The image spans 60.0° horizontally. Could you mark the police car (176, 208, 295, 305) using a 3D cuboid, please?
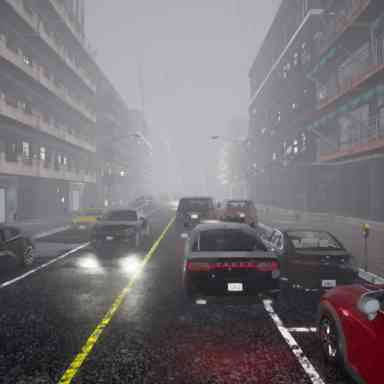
[{"bbox_3d":[0.744,1.423,8.293,1.930,1.638,5.238,0,0,0],"label":"police car"}]

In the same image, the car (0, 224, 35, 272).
[{"bbox_3d":[-5.709,1.566,8.670,1.947,1.339,4.313,0,0,0],"label":"car"}]

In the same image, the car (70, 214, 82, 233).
[{"bbox_3d":[-5.733,1.524,19.773,1.752,1.417,4.829,0,0,0],"label":"car"}]

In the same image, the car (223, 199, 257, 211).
[{"bbox_3d":[2.649,1.314,19.958,2.192,1.841,5.009,0,0,0],"label":"car"}]

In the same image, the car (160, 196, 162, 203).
[{"bbox_3d":[-5.796,1.573,48.126,1.802,1.307,4.206,0,0,0],"label":"car"}]

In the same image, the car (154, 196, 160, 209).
[{"bbox_3d":[-5.782,1.308,42.490,2.192,1.841,5.009,0,0,0],"label":"car"}]

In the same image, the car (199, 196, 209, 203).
[{"bbox_3d":[2.536,1.507,70.856,1.752,1.417,4.829,0,0,0],"label":"car"}]

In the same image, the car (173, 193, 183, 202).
[{"bbox_3d":[-3.172,1.200,78.133,2.150,2.045,5.566,0,0,0],"label":"car"}]

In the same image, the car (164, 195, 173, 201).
[{"bbox_3d":[-5.869,1.521,81.944,1.887,1.381,4.507,0,0,0],"label":"car"}]

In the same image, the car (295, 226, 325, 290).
[{"bbox_3d":[2.672,1.551,8.685,2.008,1.369,4.403,0,0,0],"label":"car"}]

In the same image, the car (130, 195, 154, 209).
[{"bbox_3d":[-5.770,1.434,36.853,1.967,1.590,4.097,0,0,0],"label":"car"}]

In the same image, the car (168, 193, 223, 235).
[{"bbox_3d":[0.393,1.212,18.263,2.150,2.045,5.566,-1,1,6],"label":"car"}]

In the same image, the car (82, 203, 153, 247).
[{"bbox_3d":[-3.134,1.477,15.122,1.882,1.535,5.008,0,0,0],"label":"car"}]

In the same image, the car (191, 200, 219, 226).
[{"bbox_3d":[0.846,1.453,24.369,1.801,1.575,5.366,0,0,0],"label":"car"}]

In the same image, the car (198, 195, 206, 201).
[{"bbox_3d":[2.511,1.521,81.958,1.887,1.381,4.507,0,0,0],"label":"car"}]

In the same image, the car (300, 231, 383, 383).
[{"bbox_3d":[2.684,1.440,3.049,1.967,1.590,4.097,0,0,0],"label":"car"}]

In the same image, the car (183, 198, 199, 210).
[{"bbox_3d":[-0.089,1.539,45.190,2.033,1.411,5.357,0,0,0],"label":"car"}]

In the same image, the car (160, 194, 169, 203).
[{"bbox_3d":[-5.843,1.297,70.671,2.192,1.841,5.009,0,0,0],"label":"car"}]

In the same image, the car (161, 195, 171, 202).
[{"bbox_3d":[-5.857,1.419,76.307,1.967,1.590,4.097,0,0,0],"label":"car"}]
